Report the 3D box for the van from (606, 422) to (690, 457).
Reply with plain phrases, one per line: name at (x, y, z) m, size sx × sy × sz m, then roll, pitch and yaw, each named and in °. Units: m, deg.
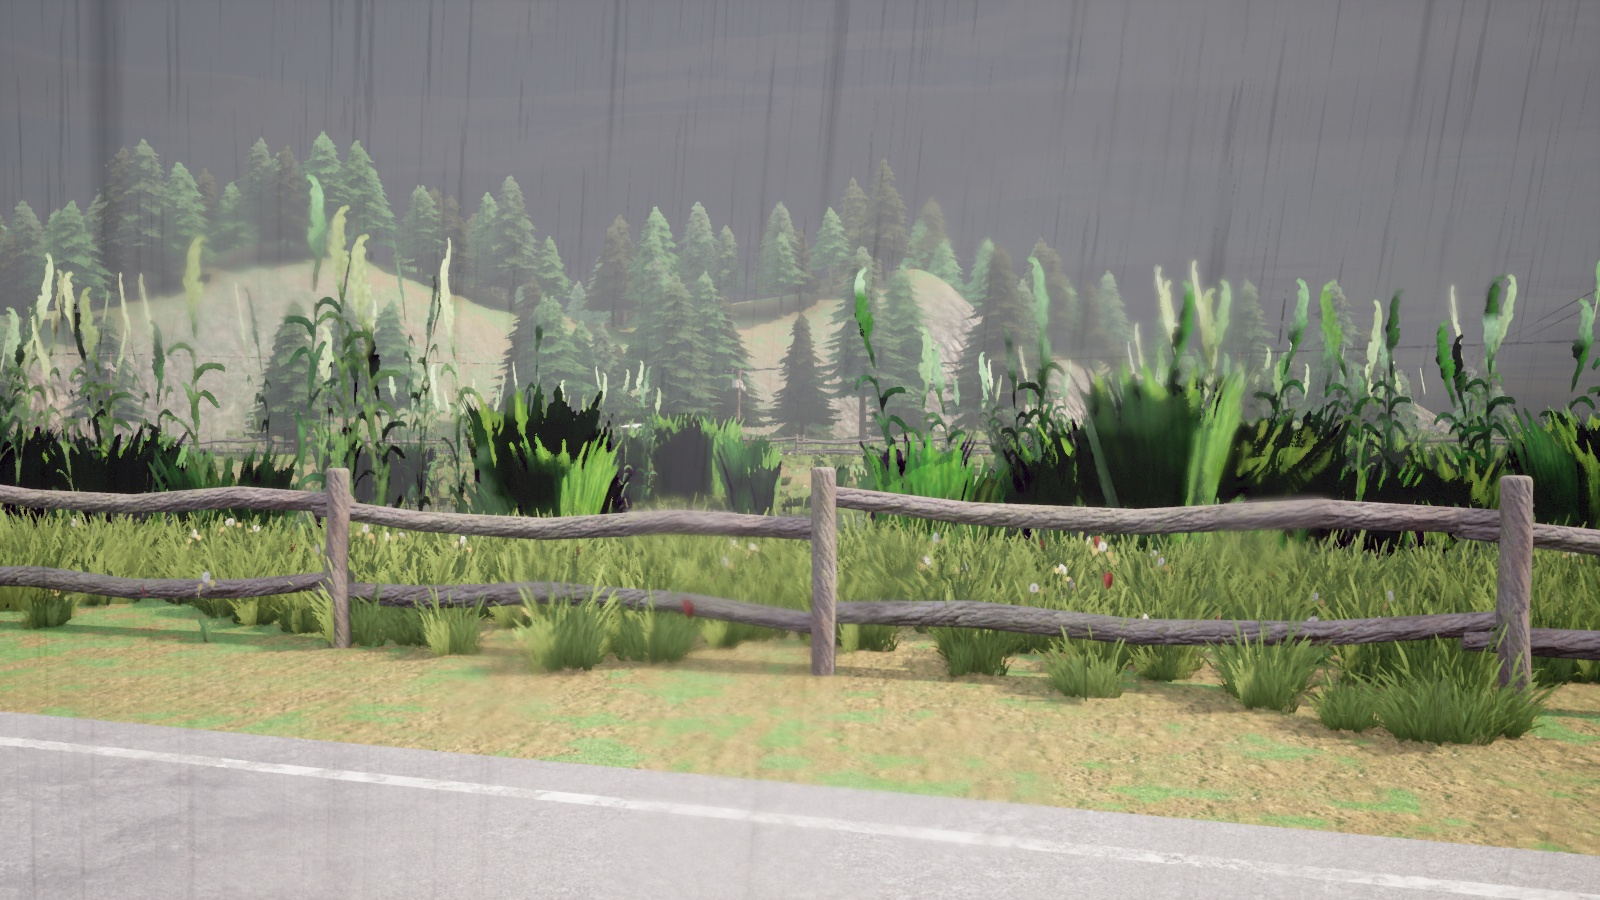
van at (-8.997, -0.643, 74.563) m, size 4.480 × 2.038 × 2.069 m, roll 1°, pitch 1°, yaw 18°
